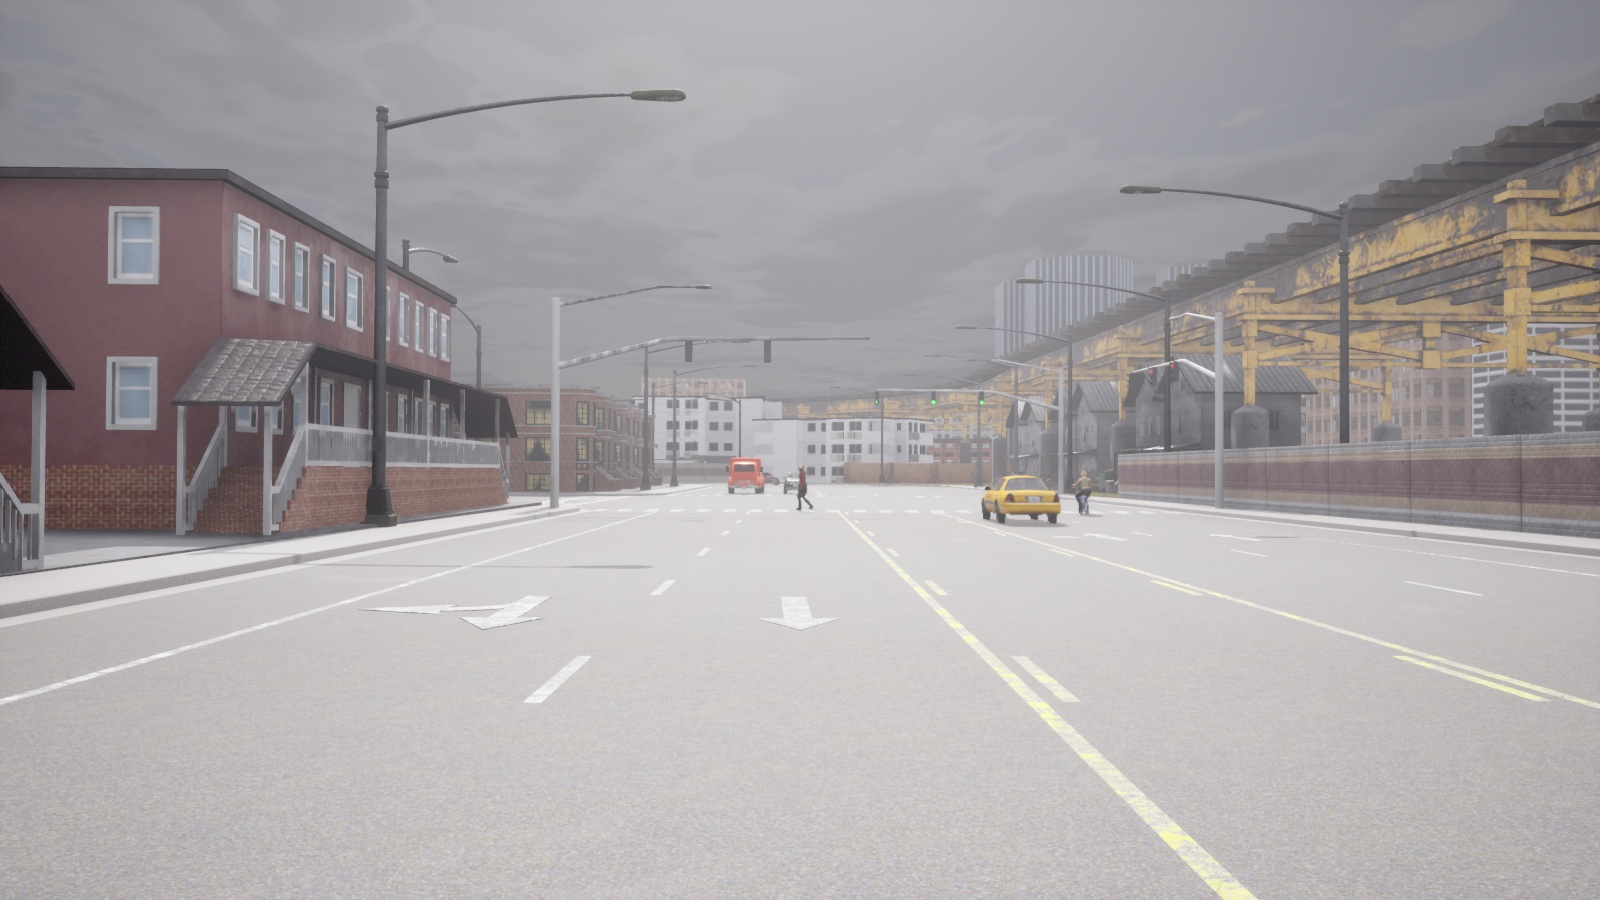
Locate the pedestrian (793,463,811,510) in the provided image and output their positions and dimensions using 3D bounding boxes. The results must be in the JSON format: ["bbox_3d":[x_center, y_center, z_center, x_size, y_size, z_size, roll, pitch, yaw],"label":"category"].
[{"bbox_3d":[0.077,1.415,48.690,0.636,1.846,0.331,0,-1,8],"label":"pedestrian"}]

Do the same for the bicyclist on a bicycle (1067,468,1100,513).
[{"bbox_3d":[10.364,1.479,45.956,0.866,1.612,1.509,0,-1,0],"label":"bicyclist on a bicycle"}]

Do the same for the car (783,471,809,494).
[{"bbox_3d":[-0.259,2.240,86.340,1.789,1.549,3.705,0,-1,0],"label":"car"}]

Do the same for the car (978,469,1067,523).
[{"bbox_3d":[6.879,1.385,39.323,1.801,1.575,5.366,0,-1,0],"label":"car"}]

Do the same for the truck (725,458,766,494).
[{"bbox_3d":[-3.769,1.805,87.320,2.627,2.467,5.204,0,-1,0],"label":"truck"}]
